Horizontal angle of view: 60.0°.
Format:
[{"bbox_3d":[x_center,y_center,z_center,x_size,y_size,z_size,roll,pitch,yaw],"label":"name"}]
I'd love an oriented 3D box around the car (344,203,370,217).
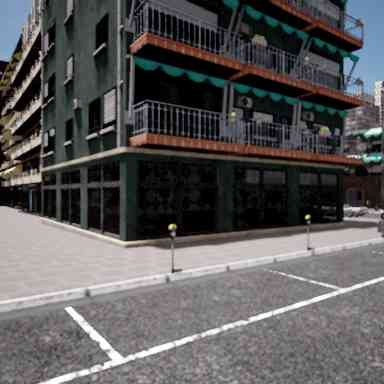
[{"bbox_3d":[15.416,1.804,33.995,1.895,1.301,4.718,0,-1,-36],"label":"car"}]
